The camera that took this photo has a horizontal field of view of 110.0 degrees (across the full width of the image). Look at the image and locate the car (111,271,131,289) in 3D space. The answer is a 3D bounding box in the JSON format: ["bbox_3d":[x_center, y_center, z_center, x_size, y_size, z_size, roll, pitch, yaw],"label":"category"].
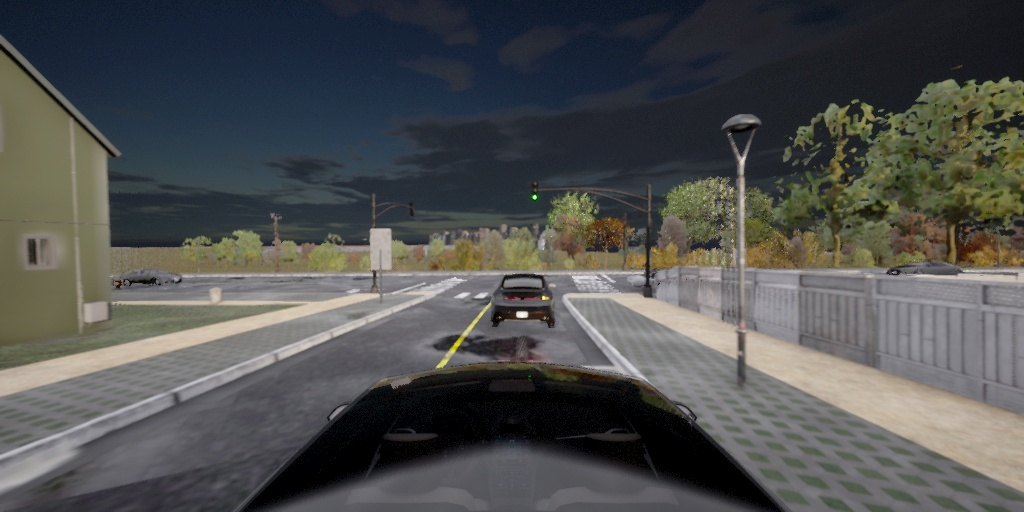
[{"bbox_3d":[-33.400,2.106,28.219,4.718,1.301,1.895,-1,2,7],"label":"car"}]

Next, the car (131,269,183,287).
[{"bbox_3d":[-31.424,1.859,31.260,4.902,1.511,2.128,-1,2,6],"label":"car"}]

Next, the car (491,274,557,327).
[{"bbox_3d":[0.414,1.320,11.895,1.837,1.490,4.892,0,0,3],"label":"car"}]

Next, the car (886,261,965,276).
[{"bbox_3d":[31.732,1.063,27.626,4.181,1.385,1.994,-1,2,6],"label":"car"}]

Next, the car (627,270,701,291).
[{"bbox_3d":[10.199,1.572,23.595,4.718,1.301,1.895,-1,2,5],"label":"car"}]
